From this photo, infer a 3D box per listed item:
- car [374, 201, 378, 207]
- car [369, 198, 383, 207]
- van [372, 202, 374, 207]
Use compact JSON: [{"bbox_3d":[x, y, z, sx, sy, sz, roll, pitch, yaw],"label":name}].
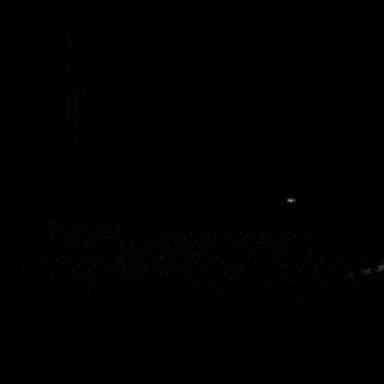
[{"bbox_3d":[28.371,1.543,45.567,2.192,1.841,5.009,-1,0,-35],"label":"car"},{"bbox_3d":[32.032,1.764,55.142,1.947,1.339,4.313,-1,0,-35],"label":"car"},{"bbox_3d":[25.082,1.625,50.197,1.690,1.788,3.998,-1,0,-35],"label":"van"}]
